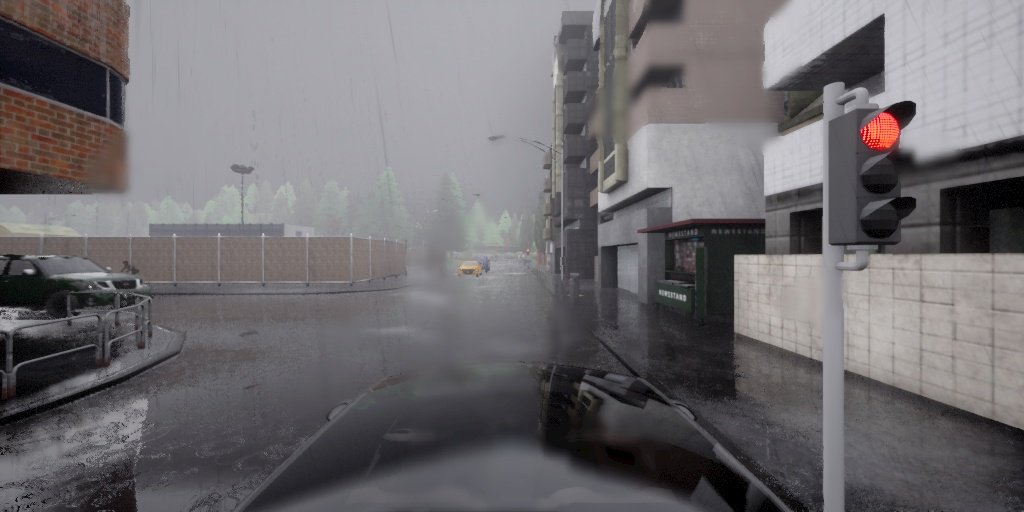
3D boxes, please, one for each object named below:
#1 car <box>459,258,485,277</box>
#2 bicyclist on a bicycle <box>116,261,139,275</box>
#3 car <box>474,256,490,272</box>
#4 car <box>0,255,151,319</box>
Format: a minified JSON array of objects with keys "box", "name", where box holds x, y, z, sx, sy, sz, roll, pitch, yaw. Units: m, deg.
[{"box":[-4.110,1.228,35.826,1.882,1.535,5.008,0,0,0],"name":"car"},{"box":[-22.180,1.099,20.731,0.582,1.620,1.656,0,0,0],"name":"bicyclist on a bicycle"},{"box":[-4.079,0.971,46.527,2.150,2.045,5.566,0,0,0],"name":"car"},{"box":[-15.940,0.971,12.325,5.566,2.045,2.150,0,0,0],"name":"car"}]
